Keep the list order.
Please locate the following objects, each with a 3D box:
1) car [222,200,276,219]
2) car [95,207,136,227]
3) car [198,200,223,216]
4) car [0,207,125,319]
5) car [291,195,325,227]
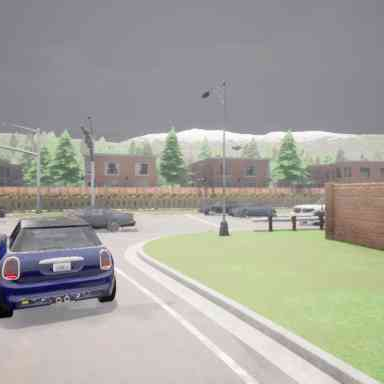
[{"bbox_3d":[5.161,1.564,28.878,4.181,1.385,1.994,0,0,-14],"label":"car"},{"bbox_3d":[-5.893,1.547,18.925,5.357,1.411,2.033,0,0,-14],"label":"car"},{"bbox_3d":[3.017,1.505,31.955,4.892,1.490,1.837,0,0,-14],"label":"car"},{"bbox_3d":[-3.330,1.352,7.779,2.097,1.767,4.553,0,0,-29],"label":"car"},{"bbox_3d":[9.601,1.224,22.771,5.566,2.045,2.150,0,0,-14],"label":"car"}]
